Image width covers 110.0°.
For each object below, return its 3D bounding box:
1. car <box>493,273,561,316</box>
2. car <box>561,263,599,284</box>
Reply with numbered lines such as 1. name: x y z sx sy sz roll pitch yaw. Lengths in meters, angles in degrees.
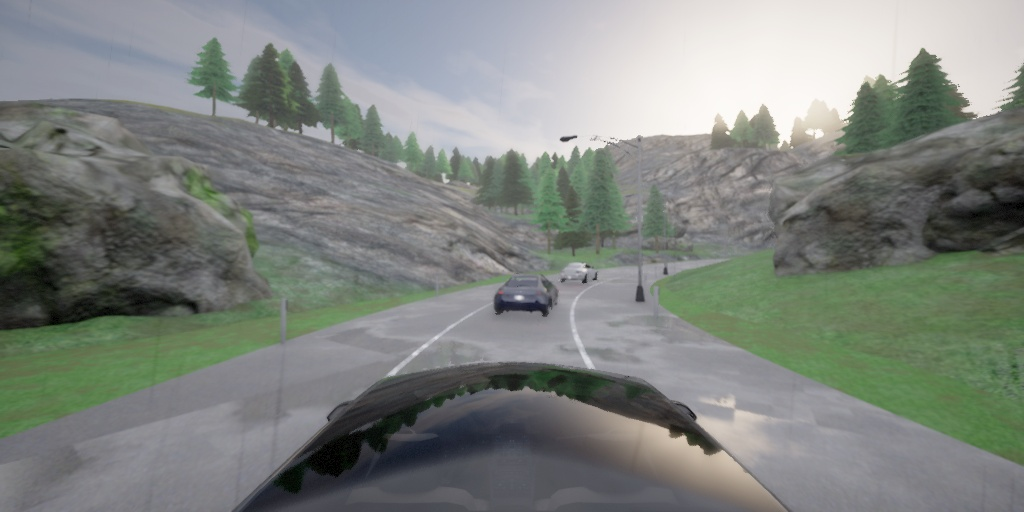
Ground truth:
1. car: 0.654 1.365 13.923 1.994 1.385 4.181 0 0 12
2. car: 5.079 1.229 27.049 1.812 1.442 4.674 0 1 27
